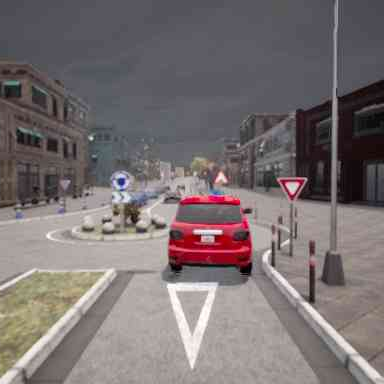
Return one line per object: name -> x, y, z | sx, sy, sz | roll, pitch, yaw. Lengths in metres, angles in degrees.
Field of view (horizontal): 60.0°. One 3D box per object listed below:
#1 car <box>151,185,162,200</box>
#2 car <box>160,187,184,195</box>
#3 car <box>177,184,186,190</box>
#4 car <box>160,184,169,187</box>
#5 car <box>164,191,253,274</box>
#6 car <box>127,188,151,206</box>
car -> -5.434, 0.230, 44.023 | 1.812, 1.442, 4.674 | 0, 2, 0
car -> -2.249, 0.415, 39.305 | 2.033, 1.411, 5.357 | 0, 1, -1
car -> -2.462, -1.153, 75.122 | 1.812, 1.442, 4.674 | 0, 2, 0
car -> -5.417, -0.379, 55.894 | 1.837, 1.490, 4.892 | 0, 3, 0
car -> 0.700, 1.086, 10.378 | 2.150, 2.045, 5.566 | 0, 2, 7
car -> -5.490, 0.666, 32.269 | 1.882, 1.535, 5.008 | 0, 2, 1
